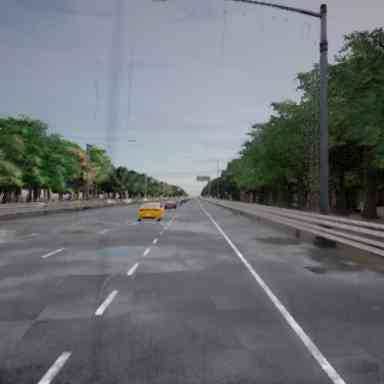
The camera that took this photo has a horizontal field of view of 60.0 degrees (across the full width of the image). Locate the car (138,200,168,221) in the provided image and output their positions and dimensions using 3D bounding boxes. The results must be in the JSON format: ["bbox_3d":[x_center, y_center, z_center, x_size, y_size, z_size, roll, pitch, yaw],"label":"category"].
[{"bbox_3d":[-3.464,1.671,29.022,1.882,1.535,5.008,0,-1,0],"label":"car"}]

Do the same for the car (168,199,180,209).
[{"bbox_3d":[-3.363,2.027,53.302,1.812,1.442,4.674,0,-1,0],"label":"car"}]

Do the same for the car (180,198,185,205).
[{"bbox_3d":[-3.207,2.359,76.472,2.033,1.411,5.357,0,-1,0],"label":"car"}]
